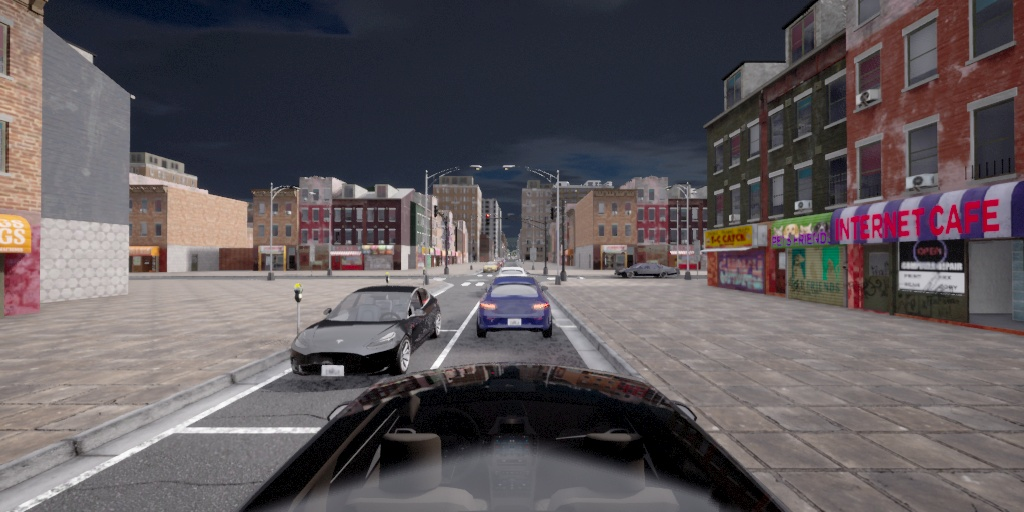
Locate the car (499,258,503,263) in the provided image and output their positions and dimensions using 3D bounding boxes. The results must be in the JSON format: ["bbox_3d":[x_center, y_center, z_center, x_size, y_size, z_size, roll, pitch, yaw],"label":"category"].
[{"bbox_3d":[-2.708,1.362,50.831,1.888,1.381,4.507,0,0,0],"label":"car"}]

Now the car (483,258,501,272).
[{"bbox_3d":[-2.700,1.328,45.057,1.751,1.417,4.829,0,0,0],"label":"car"}]

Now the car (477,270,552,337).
[{"bbox_3d":[0.067,1.279,10.139,1.812,1.442,4.674,0,0,0],"label":"car"}]

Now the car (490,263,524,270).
[{"bbox_3d":[-0.007,1.287,19.273,1.812,1.442,4.674,0,0,0],"label":"car"}]

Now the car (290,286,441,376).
[{"bbox_3d":[-2.646,1.317,7.458,1.948,1.339,4.313,0,0,0],"label":"car"}]

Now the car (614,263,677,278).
[{"bbox_3d":[12.280,1.309,33.064,5.357,1.411,2.033,0,0,0],"label":"car"}]
